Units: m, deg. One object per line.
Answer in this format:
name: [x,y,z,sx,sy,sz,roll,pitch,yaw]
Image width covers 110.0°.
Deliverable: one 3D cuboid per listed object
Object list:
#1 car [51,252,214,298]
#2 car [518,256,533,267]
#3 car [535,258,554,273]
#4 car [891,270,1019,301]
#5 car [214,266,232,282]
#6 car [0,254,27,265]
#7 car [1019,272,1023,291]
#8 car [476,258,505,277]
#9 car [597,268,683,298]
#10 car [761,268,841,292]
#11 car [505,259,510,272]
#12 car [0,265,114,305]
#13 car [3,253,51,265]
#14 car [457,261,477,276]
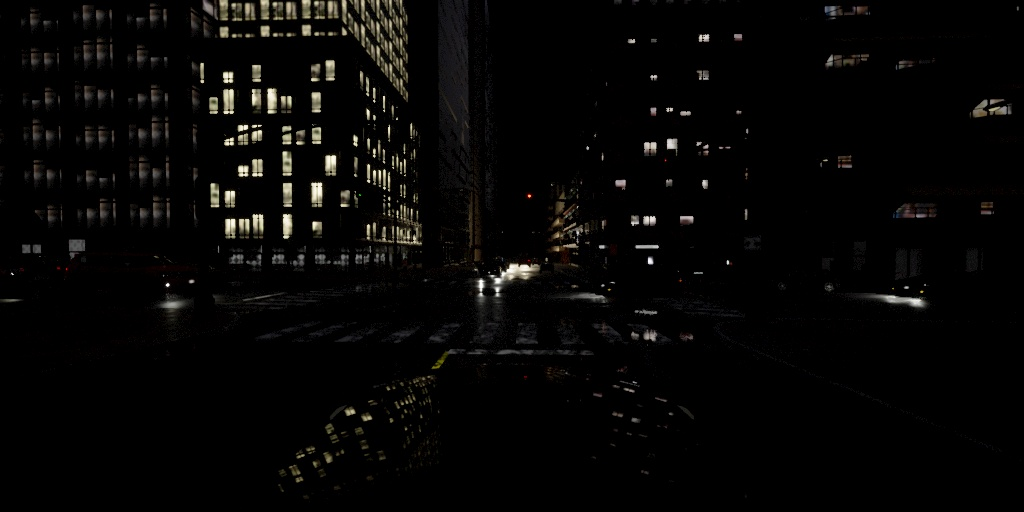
car: [-18.152,0.846,17.355,5.566,2.045,2.150,1,1,3]
car: [2.207,0.955,63.500,2.150,2.045,5.566,0,0,2]
car: [4.071,1.289,42.388,2.007,1.370,4.403,0,0,2]
car: [22.557,1.479,18.585,4.181,1.385,1.994,1,1,3]
car: [-20.961,1.029,23.269,4.829,1.417,1.751,0,0,3]
car: [-27.860,0.893,17.829,4.553,1.767,2.097,0,1,3]
car: [28.028,1.461,20.921,4.507,1.381,1.888,0,0,3]
car: [-1.984,1.245,34.753,1.837,1.490,4.892,0,0,2]
car: [6.587,1.347,18.582,4.181,1.385,1.994,1,0,-10]
car: [16.975,1.375,21.459,4.403,1.370,2.007,0,0,3]
car: [-1.636,1.302,44.650,1.994,1.385,4.181,0,0,2]
car: [-19.869,1.204,14.892,4.403,1.370,2.007,0,0,3]
car: [-29.636,0.823,21.119,4.553,1.767,2.097,0,1,3]
car: [-4.505,1.265,36.856,1.751,1.417,4.829,0,0,2]
